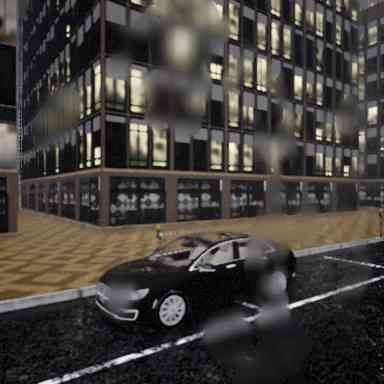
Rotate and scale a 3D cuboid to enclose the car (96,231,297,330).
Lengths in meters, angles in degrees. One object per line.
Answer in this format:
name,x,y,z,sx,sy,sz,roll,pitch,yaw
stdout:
car,0.303,1.534,6.774,4.403,1.369,2.008,0,0,-36
